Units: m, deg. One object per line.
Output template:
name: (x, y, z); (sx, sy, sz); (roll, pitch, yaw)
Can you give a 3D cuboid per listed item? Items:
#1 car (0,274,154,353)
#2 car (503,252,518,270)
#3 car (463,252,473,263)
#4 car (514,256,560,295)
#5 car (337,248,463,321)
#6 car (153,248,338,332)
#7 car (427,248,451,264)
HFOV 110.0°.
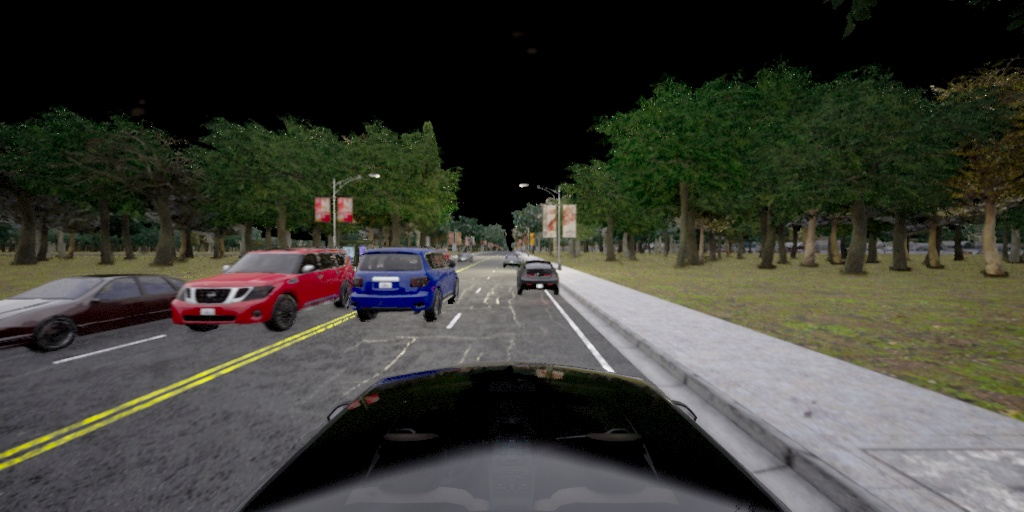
car: (-9.852, 1.152, 8.700); (2.033, 1.411, 5.357); (0, 1, 0)
car: (0.032, 0.519, 40.087); (1.994, 1.385, 4.181); (0, 1, 1)
car: (-6.571, 0.227, 50.769); (2.128, 1.511, 4.902); (0, 1, 0)
car: (1.139, 0.935, 17.124); (1.837, 1.490, 4.892); (0, 1, 0)
car: (-3.148, 0.765, 11.604); (2.150, 2.045, 5.566); (0, 1, 0)
car: (-6.598, 0.787, 10.508); (2.150, 2.045, 5.566); (0, 1, 0)
car: (-9.826, -0.002, 48.795); (2.150, 2.045, 5.566); (0, 1, 0)
